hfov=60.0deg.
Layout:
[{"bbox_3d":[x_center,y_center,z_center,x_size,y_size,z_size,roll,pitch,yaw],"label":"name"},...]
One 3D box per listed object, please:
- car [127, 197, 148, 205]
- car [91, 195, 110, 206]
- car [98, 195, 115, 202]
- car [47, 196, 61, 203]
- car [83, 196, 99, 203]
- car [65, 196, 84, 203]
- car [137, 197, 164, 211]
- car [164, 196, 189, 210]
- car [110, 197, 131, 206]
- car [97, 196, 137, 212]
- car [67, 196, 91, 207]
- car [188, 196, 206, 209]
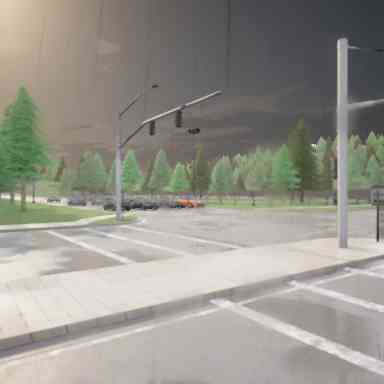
[{"bbox_3d":[-9.618,1.593,58.361,1.895,1.301,4.718,0,0,-35],"label":"car"},{"bbox_3d":[-14.597,1.558,53.249,1.994,1.385,4.181,0,0,-35],"label":"car"},{"bbox_3d":[-18.176,1.373,70.715,1.837,1.490,4.892,0,0,-35],"label":"car"},{"bbox_3d":[-26.930,1.462,64.911,1.895,1.301,4.718,0,0,-35],"label":"car"},{"bbox_3d":[-20.804,1.439,68.366,1.994,1.385,4.181,0,0,-35],"label":"car"},{"bbox_3d":[-23.282,1.448,65.803,2.033,1.411,5.357,0,0,-35],"label":"car"},{"bbox_3d":[-5.926,1.542,40.846,2.033,1.411,5.357,0,0,-35],"label":"car"},{"bbox_3d":[-2.989,1.541,42.754,2.033,1.411,5.357,0,0,-35],"label":"car"},{"bbox_3d":[-12.007,1.519,55.659,1.812,1.442,4.674,0,0,-35],"label":"car"},{"bbox_3d":[-8.878,1.543,38.961,2.033,1.411,5.357,0,0,-35],"label":"car"},{"bbox_3d":[-18.056,1.542,52.081,2.033,1.411,5.357,0,0,-35],"label":"car"},{"bbox_3d":[-0.152,1.344,44.809,2.097,1.767,4.553,0,0,-35],"label":"car"}]
